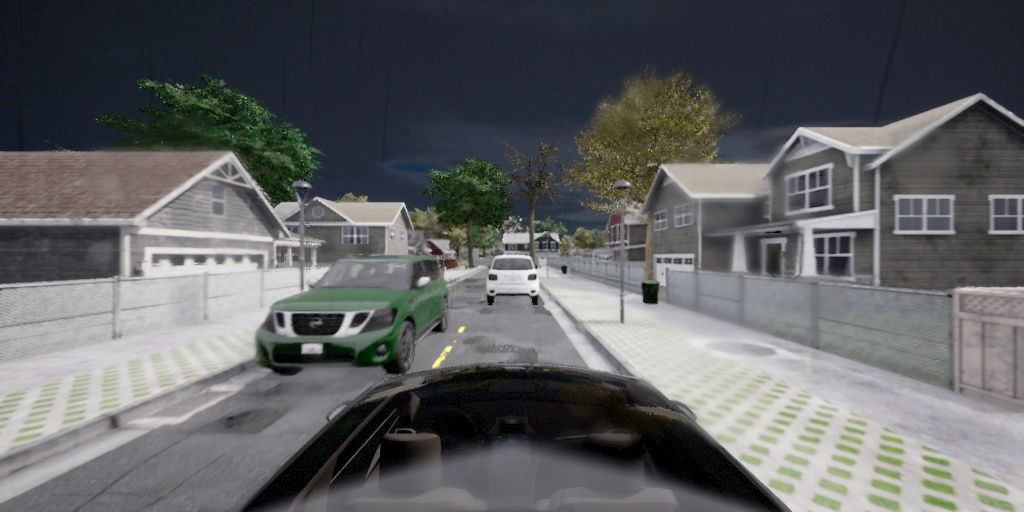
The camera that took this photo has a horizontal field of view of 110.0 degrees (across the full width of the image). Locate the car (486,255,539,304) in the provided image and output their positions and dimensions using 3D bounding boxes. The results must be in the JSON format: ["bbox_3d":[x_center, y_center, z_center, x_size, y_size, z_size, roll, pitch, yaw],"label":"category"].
[{"bbox_3d":[0.049,0.976,16.531,2.150,2.045,5.566,0,0,1],"label":"car"}]

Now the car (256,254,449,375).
[{"bbox_3d":[-2.819,0.974,7.855,2.150,2.045,5.566,0,0,0],"label":"car"}]
